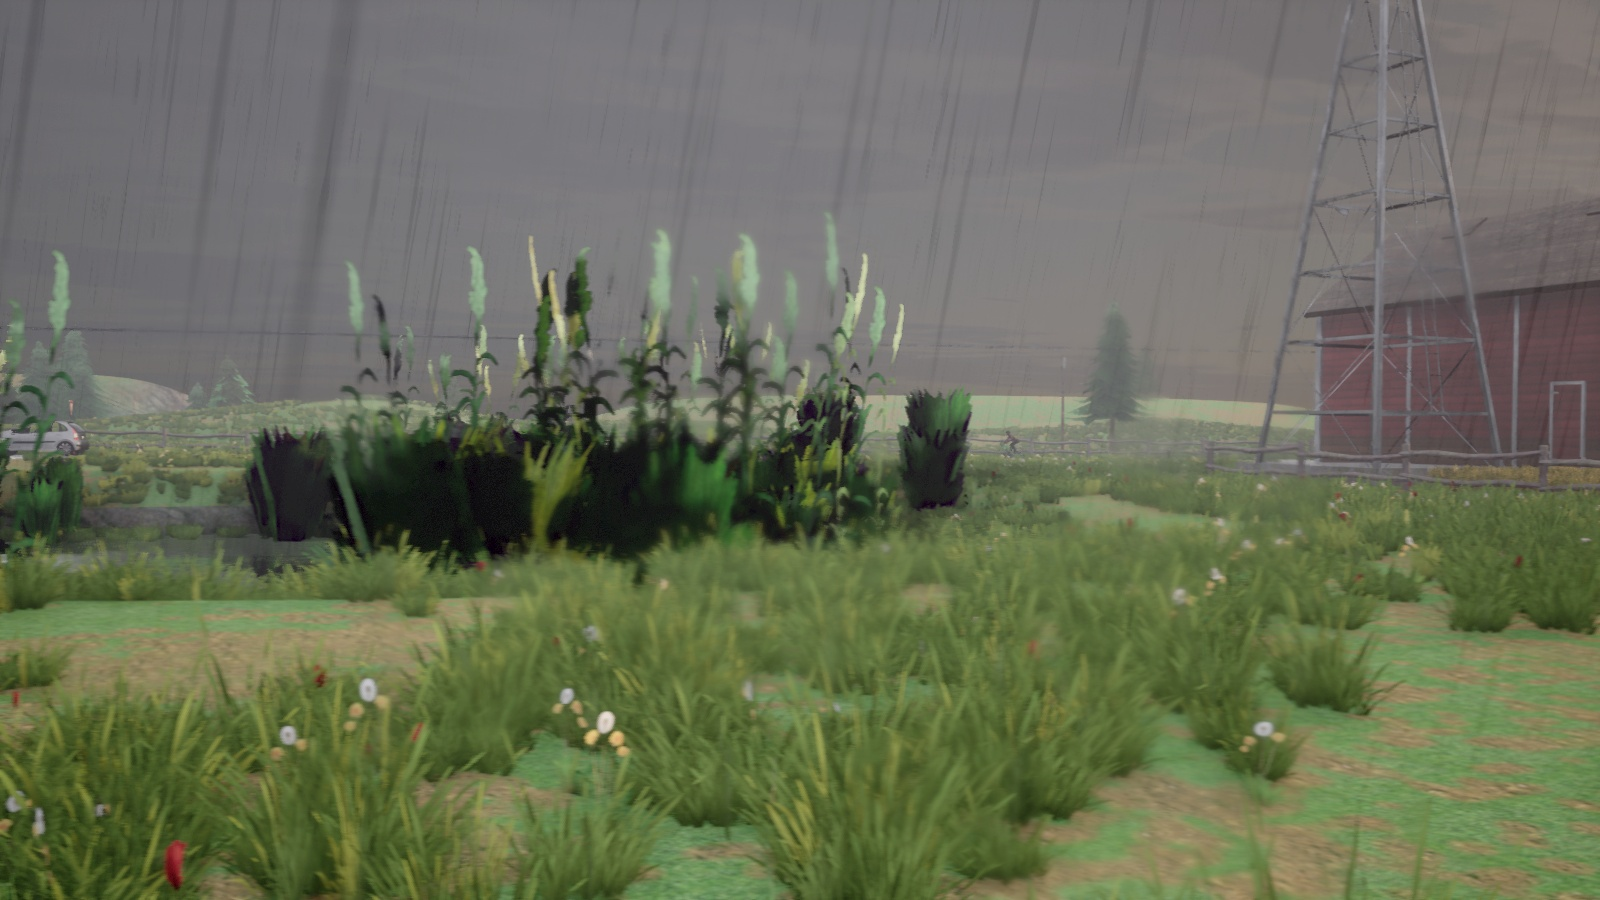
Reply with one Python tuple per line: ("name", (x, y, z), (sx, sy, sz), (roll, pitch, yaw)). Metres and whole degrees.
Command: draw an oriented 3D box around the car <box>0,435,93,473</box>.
("car", (-34.097, 0.152, 56.105), (3.988, 1.617, 1.851), (-1, 1, -15))
